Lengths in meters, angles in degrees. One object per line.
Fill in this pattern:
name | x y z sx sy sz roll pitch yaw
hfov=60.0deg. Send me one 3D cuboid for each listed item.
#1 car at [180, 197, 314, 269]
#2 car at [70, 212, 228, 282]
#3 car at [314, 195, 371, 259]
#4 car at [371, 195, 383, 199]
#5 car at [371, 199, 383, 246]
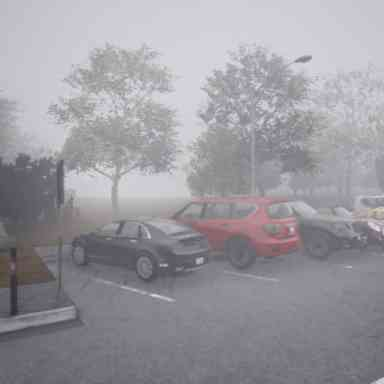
car | 0.836 1.222 11.344 5.566 2.045 2.435 -1 0 39
car | -1.687 1.478 9.795 4.892 1.521 2.231 -1 0 39
car | 3.444 1.217 12.832 5.566 2.045 2.435 -1 -1 39
car | 11.147 1.182 17.323 5.566 2.045 2.435 -1 -1 40
car | 5.956 1.340 14.372 4.553 1.767 2.185 -1 -1 39
